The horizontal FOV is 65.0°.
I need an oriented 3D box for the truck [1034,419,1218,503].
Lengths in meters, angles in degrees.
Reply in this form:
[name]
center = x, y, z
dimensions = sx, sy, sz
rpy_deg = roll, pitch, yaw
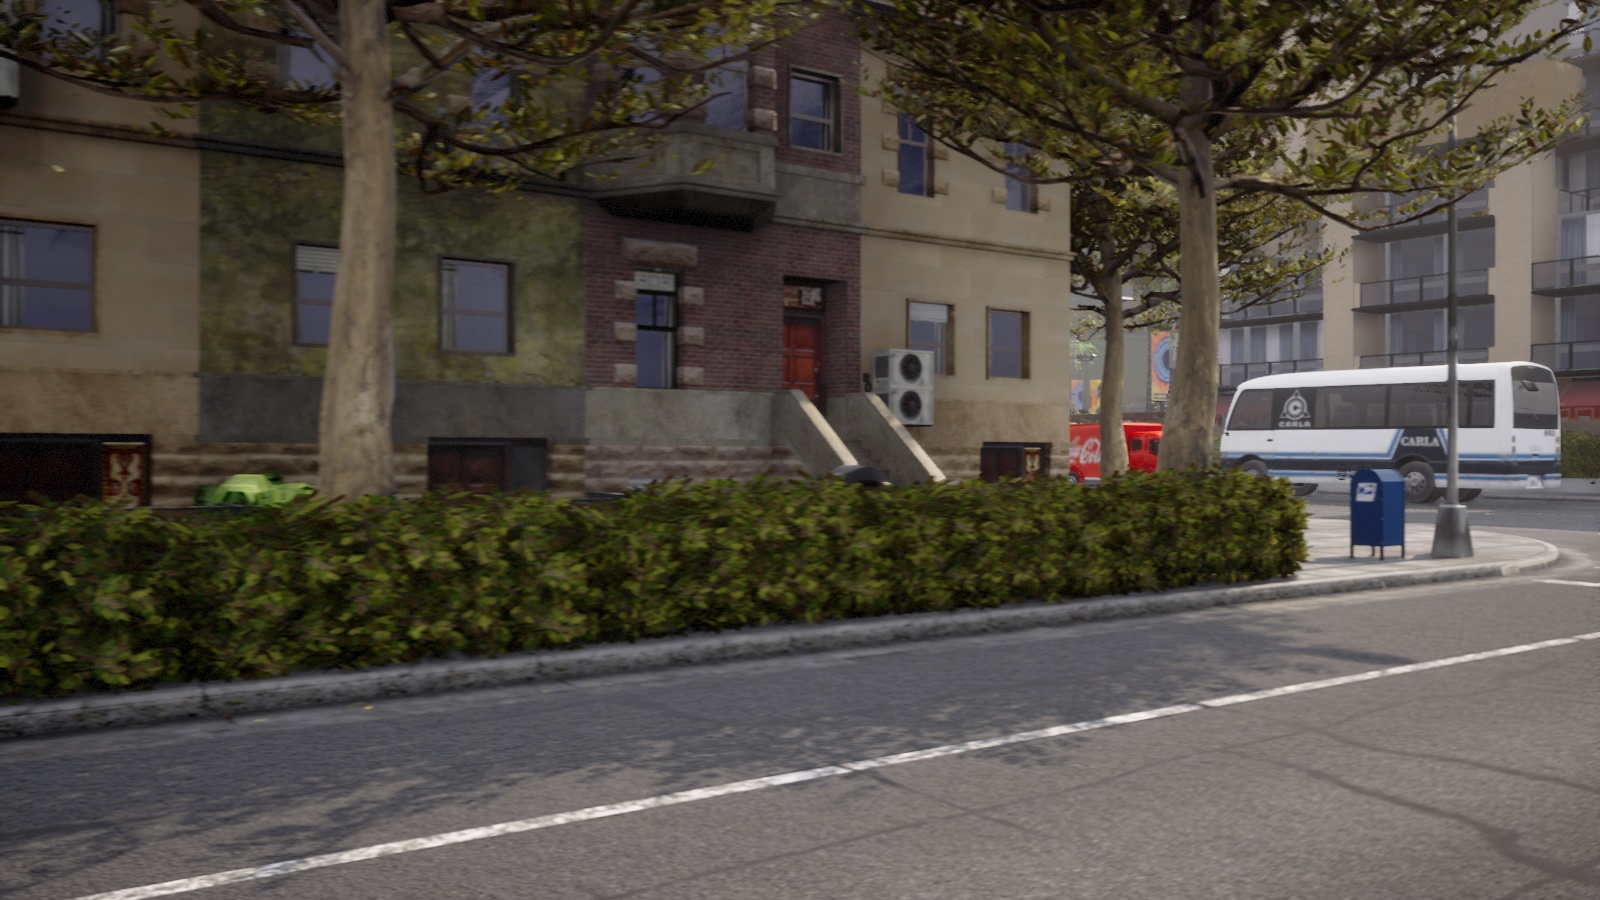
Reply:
[truck]
center = 10.291, 0.335, 40.058
dimensions = 2.627, 2.467, 5.204
rpy_deg = 0, 0, -35

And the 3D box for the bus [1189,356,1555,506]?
[bus]
center = 18.211, -0.569, 40.961
dimensions = 3.944, 4.253, 10.273
rpy_deg = 0, 0, -35
